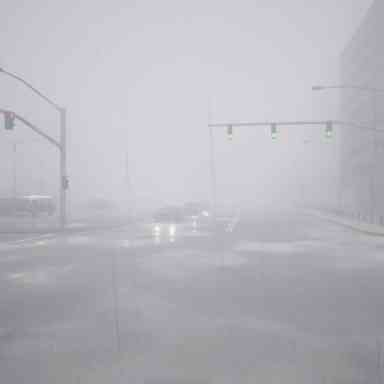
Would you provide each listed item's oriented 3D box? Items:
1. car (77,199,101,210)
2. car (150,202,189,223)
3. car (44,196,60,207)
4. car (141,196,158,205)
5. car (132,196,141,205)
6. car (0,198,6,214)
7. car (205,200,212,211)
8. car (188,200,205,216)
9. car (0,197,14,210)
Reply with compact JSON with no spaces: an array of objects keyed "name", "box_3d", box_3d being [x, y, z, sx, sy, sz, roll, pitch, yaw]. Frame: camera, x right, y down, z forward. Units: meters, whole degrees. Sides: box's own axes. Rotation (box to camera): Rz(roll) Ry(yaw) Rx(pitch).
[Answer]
[{"name":"car","box_3d":[-17.196,1.953,54.818,1.970,1.475,3.806,0,-1,10]},{"name":"car","box_3d":[-1.828,1.862,28.540,1.994,1.385,4.181,0,-1,10]},{"name":"car","box_3d":[-30.832,1.911,74.921,1.905,1.878,3.866,0,-1,10]},{"name":"car","box_3d":[-8.659,1.870,70.996,1.932,1.855,4.605,0,-1,10]},{"name":"car","box_3d":[-11.500,1.878,71.552,1.905,1.878,3.866,0,-1,10]},{"name":"car","box_3d":[-25.498,1.816,40.947,1.970,1.475,3.806,0,-1,10]},{"name":"car","box_3d":[1.891,2.002,50.030,2.128,1.511,4.902,0,-1,10]},{"name":"car","box_3d":[-0.076,1.903,38.674,1.837,1.490,4.892,0,-1,10]},{"name":"car","box_3d":[-33.853,1.738,57.664,1.932,1.855,4.605,0,-1,10]}]
